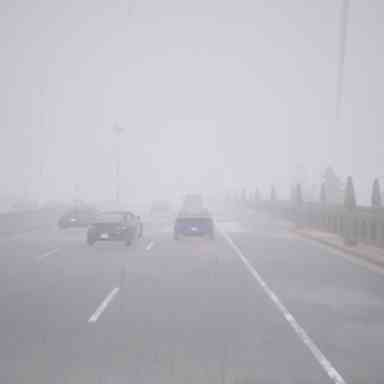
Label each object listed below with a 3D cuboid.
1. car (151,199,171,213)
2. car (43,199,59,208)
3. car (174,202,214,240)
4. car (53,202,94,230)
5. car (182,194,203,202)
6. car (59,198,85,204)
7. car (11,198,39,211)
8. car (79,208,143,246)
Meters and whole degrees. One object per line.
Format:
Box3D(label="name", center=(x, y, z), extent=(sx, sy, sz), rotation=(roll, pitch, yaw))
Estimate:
Box3D(label="car", center=(-3.449, 1.554, 37.084), extent=(2.128, 1.511, 4.902), rotation=(0, 0, -1))
Box3D(label="car", center=(-17.928, 1.651, 43.661), extent=(1.994, 1.385, 4.181), rotation=(0, 0, -4))
Box3D(label="car", center=(0.098, 1.494, 17.290), extent=(1.882, 1.535, 5.008), rotation=(0, 0, 0))
Box3D(label="car", center=(-6.904, 1.588, 21.320), extent=(1.994, 1.385, 4.181), rotation=(0, 0, 0))
Box3D(label="car", center=(0.065, 1.282, 36.696), extent=(2.150, 2.045, 5.566), rotation=(0, 0, -1))
Box3D(label="car", center=(-14.287, 1.581, 40.886), extent=(1.837, 1.490, 4.892), rotation=(0, -1, -2))
Box3D(label="car", center=(-21.354, 1.561, 42.669), extent=(1.882, 1.535, 5.008), rotation=(0, 0, -4))
Box3D(label="car", center=(-3.416, 1.539, 15.276), extent=(1.812, 1.442, 4.674), rotation=(0, 0, 0))
